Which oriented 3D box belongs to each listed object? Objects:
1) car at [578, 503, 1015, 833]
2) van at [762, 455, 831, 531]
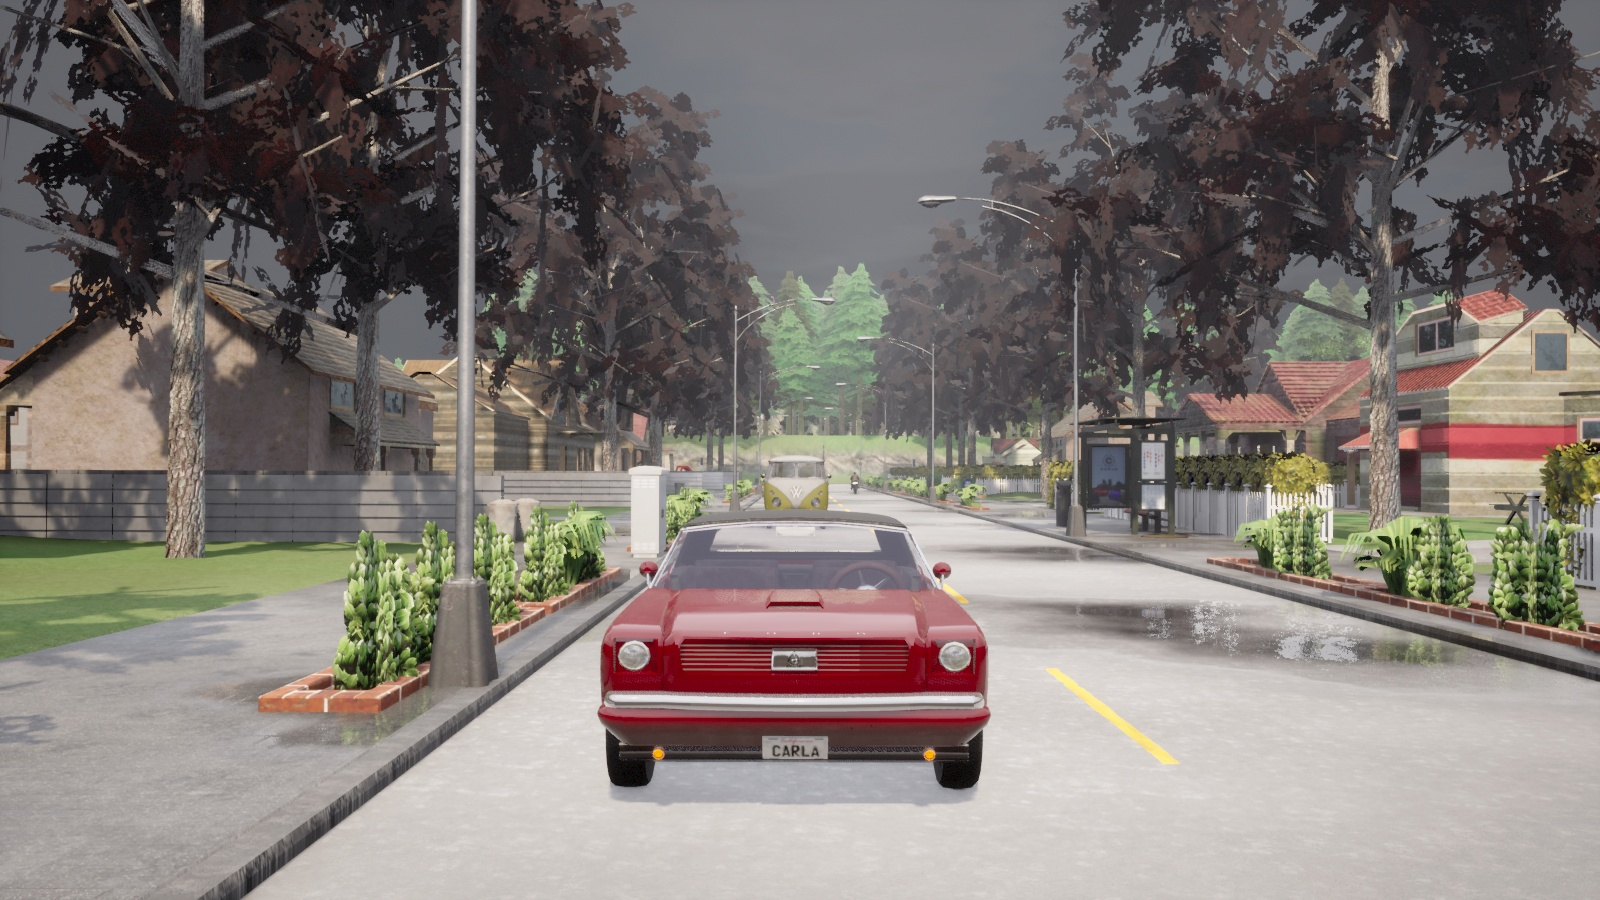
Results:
[{"bbox_3d":[-0.021,1.046,7.809,1.895,1.301,4.718,0,-1,0],"label":"car"},{"bbox_3d":[-0.096,1.152,34.885,1.775,1.987,4.442,0,-1,0],"label":"van"}]
